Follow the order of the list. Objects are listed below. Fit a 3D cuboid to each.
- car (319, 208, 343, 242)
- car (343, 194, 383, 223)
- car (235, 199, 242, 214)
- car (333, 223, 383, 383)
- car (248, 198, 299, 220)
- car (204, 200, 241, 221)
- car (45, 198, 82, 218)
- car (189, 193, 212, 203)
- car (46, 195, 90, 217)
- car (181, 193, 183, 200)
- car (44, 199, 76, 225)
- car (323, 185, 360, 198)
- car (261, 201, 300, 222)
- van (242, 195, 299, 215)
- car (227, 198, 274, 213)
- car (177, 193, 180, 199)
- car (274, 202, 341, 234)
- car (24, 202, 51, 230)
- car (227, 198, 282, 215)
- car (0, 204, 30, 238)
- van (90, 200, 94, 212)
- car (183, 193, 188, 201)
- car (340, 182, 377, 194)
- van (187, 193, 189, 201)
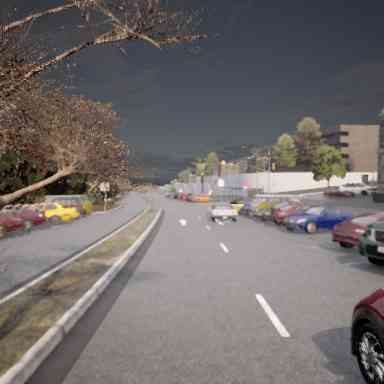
[{"bbox_3d":[7.570,1.503,12.855,4.674,1.452,2.002,1,0,-22],"label":"car"},{"bbox_3d":[7.627,1.215,9.815,5.566,2.045,2.435,1,0,-22],"label":"car"},{"bbox_3d":[6.783,1.317,30.968,4.553,1.767,2.185,1,0,-24],"label":"car"},{"bbox_3d":[3.057,1.348,2.350,2.097,1.767,4.553,0,0,0],"label":"car"},{"bbox_3d":[7.105,1.451,24.926,4.892,1.521,2.231,1,0,-23],"label":"car"},{"bbox_3d":[2.302,1.574,26.651,1.895,1.301,4.718,0,0,-3],"label":"car"},{"bbox_3d":[-11.423,1.494,25.230,5.366,1.575,1.946,-1,0,-23],"label":"car"},{"bbox_3d":[2.349,1.480,74.591,4.553,1.767,2.185,0,0,-29],"label":"car"},{"bbox_3d":[-11.395,1.367,28.271,4.553,1.767,2.185,-1,0,-23],"label":"car"},{"bbox_3d":[0.997,1.332,83.541,5.566,2.045,2.435,0,0,-29],"label":"car"},{"bbox_3d":[-10.928,1.490,22.422,5.366,1.575,1.946,-1,0,-23],"label":"car"},{"bbox_3d":[21.469,0.150,48.749,2.002,1.452,4.674,-7,4,-29],"label":"car"},{"bbox_3d":[7.238,1.493,21.911,4.674,1.452,2.002,1,0,-23],"label":"car"},{"bbox_3d":[6.831,1.219,27.893,4.442,1.987,1.878,1,0,-24],"label":"van"},{"bbox_3d":[6.518,1.472,36.952,4.792,1.488,2.163,1,0,-25],"label":"car"},{"bbox_3d":[-0.480,1.312,92.433,5.566,2.045,2.435,0,0,-30],"label":"car"},{"bbox_3d":[7.373,1.496,18.889,4.674,1.452,2.002,1,0,-23],"label":"car"},{"bbox_3d":[-10.954,1.537,19.387,4.674,1.452,2.002,-1,0,-22],"label":"car"},{"bbox_3d":[6.382,1.434,33.894,5.366,1.575,1.946,1,0,-24],"label":"car"},{"bbox_3d":[-10.831,1.539,16.429,4.674,1.452,2.002,-1,0,-22],"label":"car"},{"bbox_3d":[-11.514,1.264,31.263,4.442,1.987,1.878,-1,0,-24],"label":"van"},{"bbox_3d":[1.433,1.339,80.536,5.566,2.045,2.435,1,0,-29],"label":"car"},{"bbox_3d":[24.429,-0.430,49.189,2.435,2.045,5.566,-7,4,-29],"label":"car"},{"bbox_3d":[1.827,1.372,77.523,4.442,1.987,1.878,0,0,-29],"label":"van"}]
